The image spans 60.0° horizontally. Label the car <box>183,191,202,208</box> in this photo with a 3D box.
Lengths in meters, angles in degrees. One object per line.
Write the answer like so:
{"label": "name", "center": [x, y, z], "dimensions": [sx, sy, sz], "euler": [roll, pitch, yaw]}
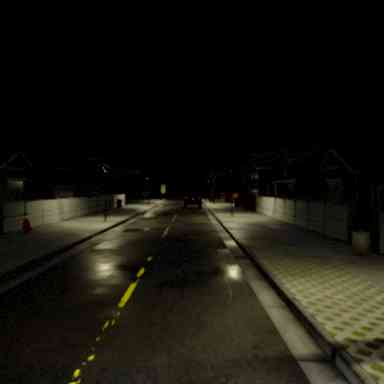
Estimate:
{"label": "car", "center": [0.082, 0.907, 41.145], "dimensions": [2.150, 2.045, 5.566], "euler": [0, 0, -1]}

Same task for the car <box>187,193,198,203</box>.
{"label": "car", "center": [0.069, 1.032, 59.443], "dimensions": [1.837, 1.490, 4.892], "euler": [0, 1, 0]}
